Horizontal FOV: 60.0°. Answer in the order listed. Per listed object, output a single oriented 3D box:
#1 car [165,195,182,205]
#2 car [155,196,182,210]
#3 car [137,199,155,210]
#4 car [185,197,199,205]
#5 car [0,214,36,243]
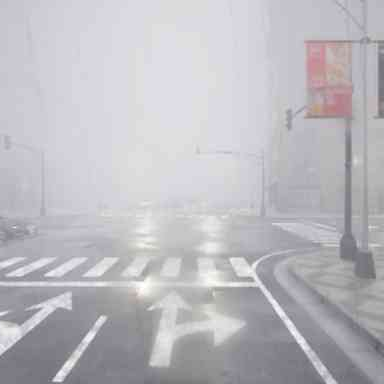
[{"bbox_3d":[-3.325,1.503,61.471,2.097,1.767,4.553,0,0,10],"label":"car"},{"bbox_3d":[-2.887,1.652,44.889,2.033,1.411,5.357,0,0,10],"label":"car"},{"bbox_3d":[-6.082,1.630,45.450,1.812,1.442,4.674,0,0,10],"label":"car"},{"bbox_3d":[0.065,1.632,61.948,1.882,1.535,5.008,0,0,10],"label":"car"},{"bbox_3d":[-9.876,1.563,15.450,4.902,1.511,2.128,0,0,0],"label":"car"}]
